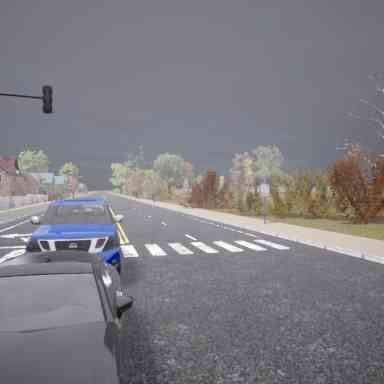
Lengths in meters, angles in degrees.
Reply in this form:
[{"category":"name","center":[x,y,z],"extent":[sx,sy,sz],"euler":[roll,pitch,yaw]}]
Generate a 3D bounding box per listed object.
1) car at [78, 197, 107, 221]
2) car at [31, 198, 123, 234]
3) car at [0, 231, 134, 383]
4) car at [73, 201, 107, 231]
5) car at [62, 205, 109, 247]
[{"category":"car","center":[-8.146,1.338,27.544],"extent":[2.097,1.767,4.553],"euler":[0,0,-15]},{"category":"car","center":[-3.358,1.218,9.994],"extent":[2.150,2.045,5.566],"euler":[0,0,-15]},{"category":"car","center":[-1.718,1.524,3.905],"extent":[1.812,1.442,4.674],"euler":[0,0,-13]},{"category":"car","center":[-6.585,1.468,21.811],"extent":[1.882,1.535,5.008],"euler":[0,0,-15]},{"category":"car","center":[-5.016,1.498,16.065],"extent":[1.837,1.490,4.892],"euler":[0,0,-15]}]
